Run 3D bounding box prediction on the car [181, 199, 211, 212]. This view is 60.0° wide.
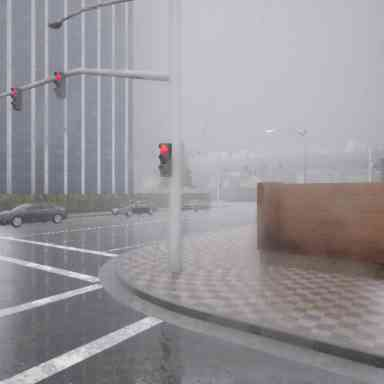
[{"bbox_3d":[0.465,1.564,39.084,1.994,1.385,4.181,0,0,35],"label":"car"}]

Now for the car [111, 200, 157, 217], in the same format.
[{"bbox_3d":[-5.313,1.492,30.980,2.128,1.511,4.902,0,0,35],"label":"car"}]

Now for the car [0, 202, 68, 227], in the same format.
[{"bbox_3d":[-11.024,1.505,22.952,1.837,1.490,4.892,0,0,35],"label":"car"}]
